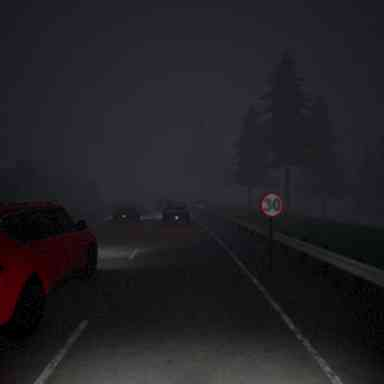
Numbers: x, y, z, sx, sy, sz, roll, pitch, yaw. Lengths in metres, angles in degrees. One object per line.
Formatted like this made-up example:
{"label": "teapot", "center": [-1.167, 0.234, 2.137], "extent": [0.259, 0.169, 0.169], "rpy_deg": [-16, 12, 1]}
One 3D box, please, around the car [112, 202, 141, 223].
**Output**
{"label": "car", "center": [-4.830, 1.466, 24.884], "extent": [1.812, 1.442, 4.674], "rpy_deg": [0, 0, -6]}

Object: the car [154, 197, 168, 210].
{"label": "car", "center": [-3.601, 1.375, 41.469], "extent": [1.882, 1.535, 5.008], "rpy_deg": [0, 0, -9]}

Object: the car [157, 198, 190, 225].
{"label": "car", "center": [-1.216, 1.433, 23.820], "extent": [2.128, 1.511, 4.902], "rpy_deg": [0, 0, -6]}

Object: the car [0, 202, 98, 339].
{"label": "car", "center": [-3.565, 1.207, 6.665], "extent": [2.150, 2.045, 5.566], "rpy_deg": [0, 0, -2]}
